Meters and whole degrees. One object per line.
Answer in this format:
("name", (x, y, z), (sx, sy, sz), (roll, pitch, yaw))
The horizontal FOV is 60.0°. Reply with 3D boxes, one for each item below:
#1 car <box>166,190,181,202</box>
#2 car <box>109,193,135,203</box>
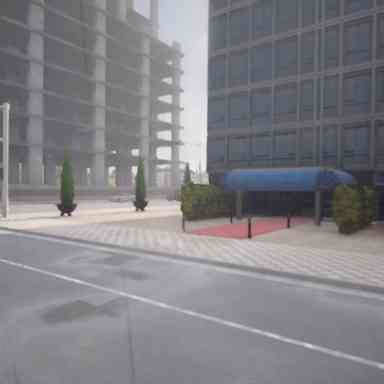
("car", (-2.194, 0.654, 58.272), (2.150, 2.045, 5.566), (1, 0, 36))
("car", (-10.856, 0.899, 52.318), (1.812, 1.442, 4.674), (1, 1, 36))
